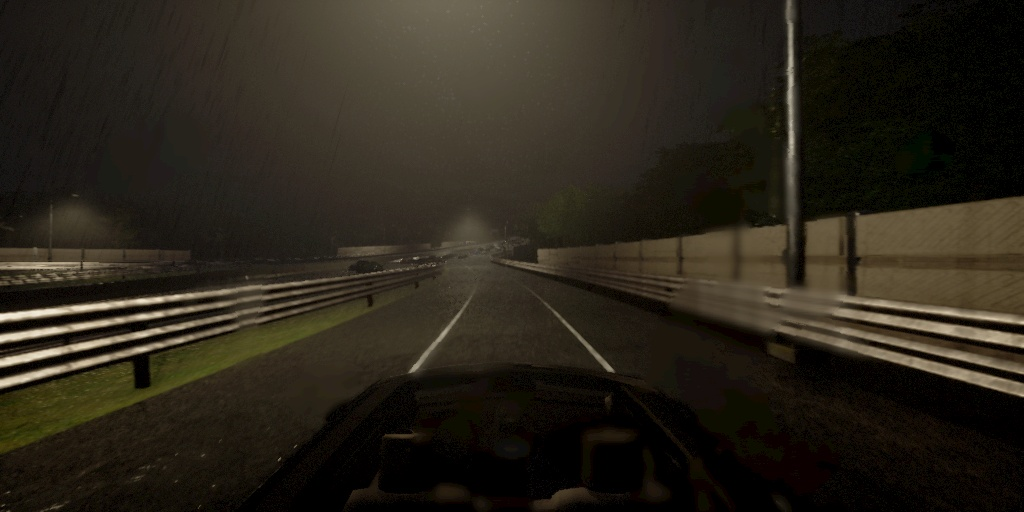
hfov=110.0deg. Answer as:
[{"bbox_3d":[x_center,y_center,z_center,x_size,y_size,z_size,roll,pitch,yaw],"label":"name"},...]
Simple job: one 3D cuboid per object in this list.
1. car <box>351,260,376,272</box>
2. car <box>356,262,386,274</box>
[{"bbox_3d":[-23.358,1.654,58.692,2.150,2.045,5.566,0,2,7],"label":"car"},{"bbox_3d":[-20.491,2.122,53.479,2.128,1.511,4.902,0,2,7],"label":"car"}]
